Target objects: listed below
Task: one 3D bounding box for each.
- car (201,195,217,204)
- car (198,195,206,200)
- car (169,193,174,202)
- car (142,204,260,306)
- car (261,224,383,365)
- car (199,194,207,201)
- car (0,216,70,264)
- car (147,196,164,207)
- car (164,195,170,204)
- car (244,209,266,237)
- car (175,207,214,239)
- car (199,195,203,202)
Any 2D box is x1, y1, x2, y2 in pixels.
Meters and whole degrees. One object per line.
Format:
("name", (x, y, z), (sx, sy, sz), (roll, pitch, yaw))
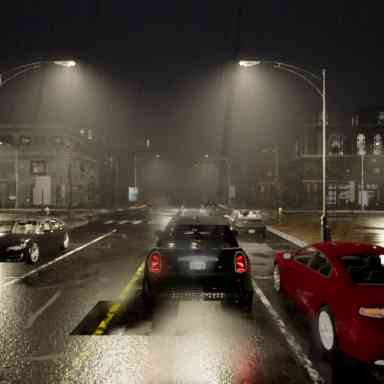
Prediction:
("car", (2.758, 1.572, 49.685), (1.947, 1.339, 4.313), (0, 0, 0))
("car", (2.815, 1.572, 93.860), (2.008, 1.369, 4.403), (0, 0, 0))
("car", (-5.593, 1.452, 71.796), (1.967, 1.590, 4.097), (0, 0, 0))
("car", (0.110, 1.353, 8.167), (2.097, 1.767, 4.553), (0, 0, 0))
("car", (2.702, 1.545, 5.911), (1.887, 1.381, 4.507), (0, 0, 0))
("car", (2.809, 1.458, 88.337), (1.967, 1.590, 4.097), (0, 0, 0))
("car", (-5.671, 1.552, 11.631), (2.008, 1.369, 4.403), (0, 0, 0))
("car", (-5.622, 1.588, 49.709), (1.802, 1.307, 4.206), (0, 0, 0))
("car", (-5.608, 1.559, 60.752), (2.008, 1.369, 4.403), (0, 0, 0))
("car", (2.717, 1.553, 17.295), (2.008, 1.369, 4.403), (0, 0, 0))
("car", (0.114, 1.603, 18.402), (1.895, 1.301, 4.718), (0, 0, 0))
("car", (2.772, 1.591, 60.727), (1.802, 1.307, 4.206), (0, 0, 0))
